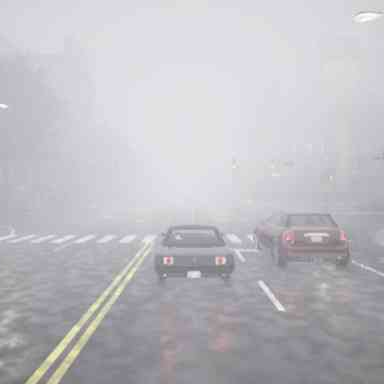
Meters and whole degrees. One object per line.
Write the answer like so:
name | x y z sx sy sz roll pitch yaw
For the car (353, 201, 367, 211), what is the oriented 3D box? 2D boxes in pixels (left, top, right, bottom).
car | 22.897 1.570 41.308 5.357 1.411 2.033 0 0 0

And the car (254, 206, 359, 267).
car | 3.545 1.359 11.580 2.097 1.767 4.553 0 0 0

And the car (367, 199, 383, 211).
car | 22.801 1.584 37.808 4.181 1.385 1.994 0 0 0

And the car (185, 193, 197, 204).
car | -0.171 1.265 63.169 2.150 2.045 5.566 0 0 -1

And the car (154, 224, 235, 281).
car | 0.011 1.608 9.862 1.895 1.301 4.718 0 0 -1
